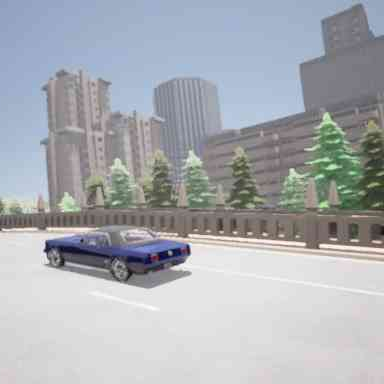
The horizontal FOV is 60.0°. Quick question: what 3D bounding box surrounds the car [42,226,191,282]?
[{"bbox_3d":[-2.438,1.688,10.025,4.718,1.301,1.895,-1,0,35],"label":"car"}]
